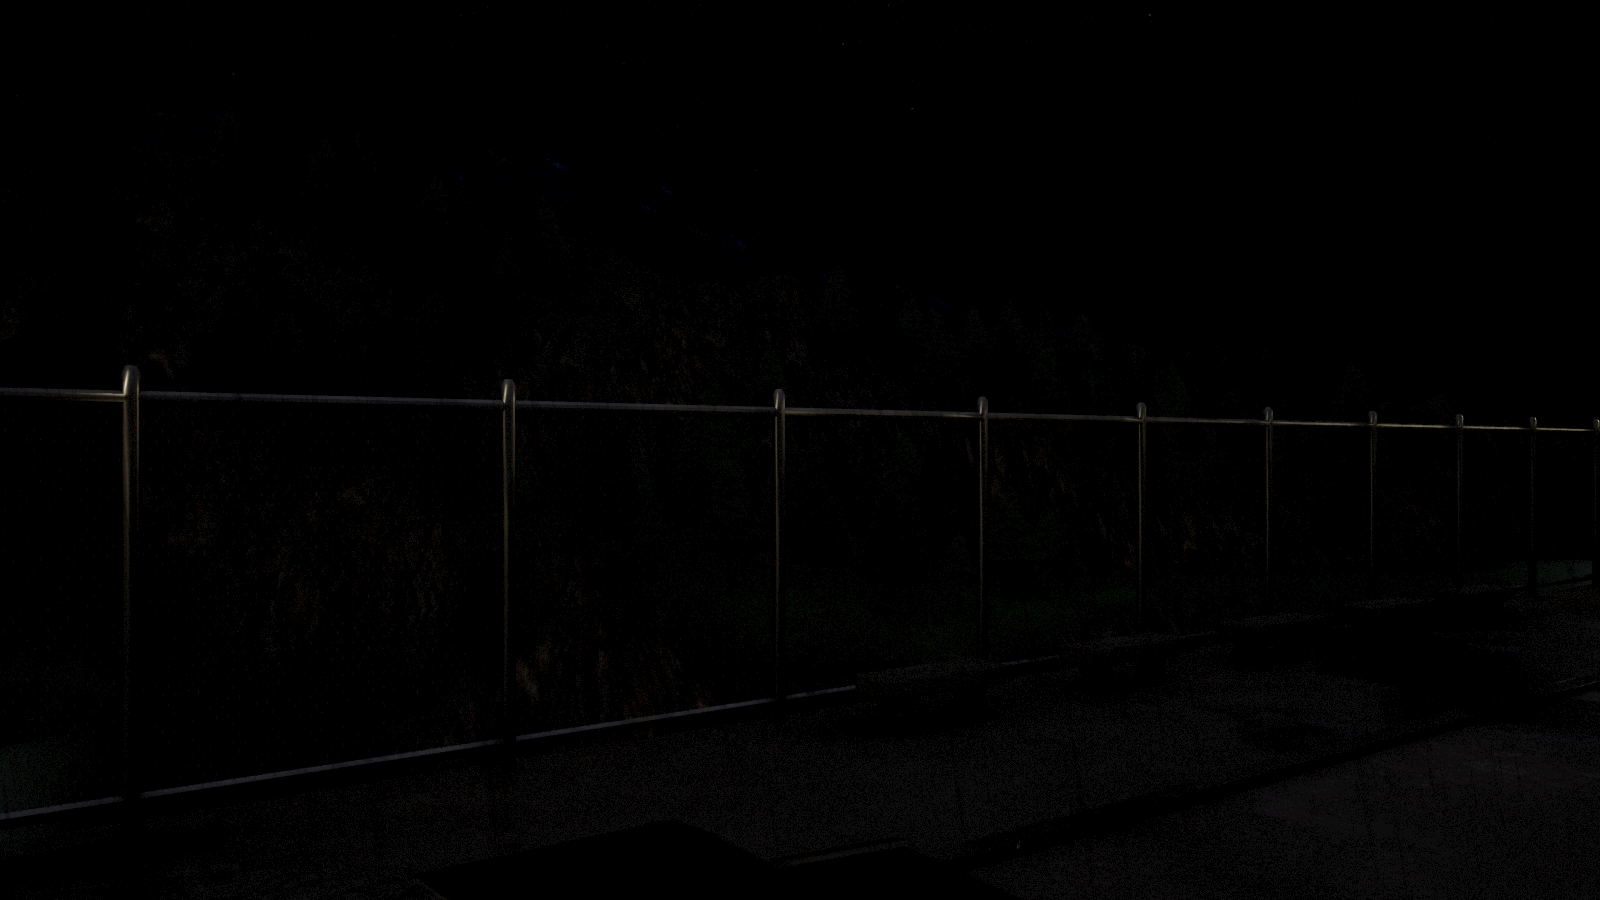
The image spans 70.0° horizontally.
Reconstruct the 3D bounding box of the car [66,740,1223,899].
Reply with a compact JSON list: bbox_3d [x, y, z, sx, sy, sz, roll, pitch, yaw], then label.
[{"bbox_3d":[-0.856,2.154,3.786,4.718,1.301,1.895,0,0,-35],"label":"car"}]
